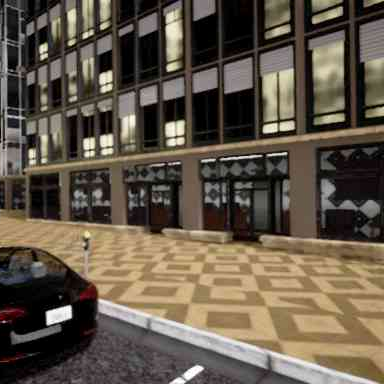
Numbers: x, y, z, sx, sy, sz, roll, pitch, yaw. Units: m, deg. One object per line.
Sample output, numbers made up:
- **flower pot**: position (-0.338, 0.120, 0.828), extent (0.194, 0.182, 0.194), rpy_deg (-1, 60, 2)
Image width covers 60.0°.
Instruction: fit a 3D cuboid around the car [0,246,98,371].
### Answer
- **car**: position (-3.303, 1.548, 5.355), extent (4.313, 1.339, 1.947), rpy_deg (0, -1, 37)
